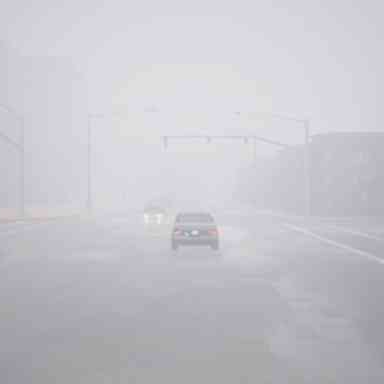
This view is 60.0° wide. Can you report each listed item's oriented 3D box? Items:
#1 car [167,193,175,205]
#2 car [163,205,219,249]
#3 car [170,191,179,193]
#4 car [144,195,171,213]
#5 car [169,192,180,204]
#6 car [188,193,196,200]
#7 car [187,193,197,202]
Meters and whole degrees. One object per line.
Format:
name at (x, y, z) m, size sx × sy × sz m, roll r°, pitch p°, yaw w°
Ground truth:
car at (-3.556, 1.226, 43.032) m, size 1.837 × 1.490 × 4.892 m, roll 0°, pitch 0°, yaw 0°
car at (0.104, 1.458, 14.117) m, size 2.033 × 1.411 × 5.357 m, roll 0°, pitch 0°, yaw 0°
car at (-3.483, 0.810, 63.717) m, size 2.150 × 2.045 × 5.566 m, roll 0°, pitch 0°, yaw 0°
car at (-3.587, 1.331, 33.424) m, size 2.033 × 1.411 × 5.357 m, roll 0°, pitch 0°, yaw 0°
car at (-3.486, 1.203, 53.356) m, size 2.033 × 1.411 × 5.357 m, roll 0°, pitch 0°, yaw 0°
car at (0.019, 1.026, 73.829) m, size 1.837 × 1.490 × 4.892 m, roll 0°, pitch 0°, yaw 0°
car at (0.016, 1.071, 63.415) m, size 1.882 × 1.535 × 5.008 m, roll 0°, pitch 0°, yaw 0°
